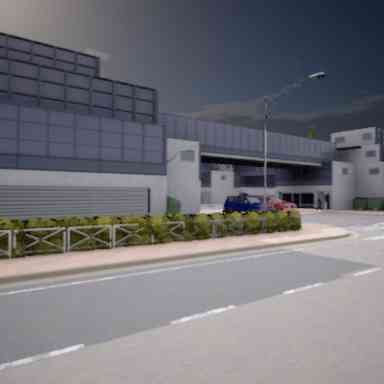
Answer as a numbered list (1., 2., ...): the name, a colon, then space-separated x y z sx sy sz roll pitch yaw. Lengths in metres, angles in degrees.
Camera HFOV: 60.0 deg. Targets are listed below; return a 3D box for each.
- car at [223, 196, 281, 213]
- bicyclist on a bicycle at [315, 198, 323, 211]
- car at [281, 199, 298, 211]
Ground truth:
1. car: 5.360 1.384 31.790 2.150 2.045 5.566 1 0 -36
2. bicyclist on a bicycle: 16.180 1.575 42.387 1.656 1.620 0.582 0 0 -36
3. car: 8.071 1.410 34.013 2.150 2.045 5.566 1 0 -36
